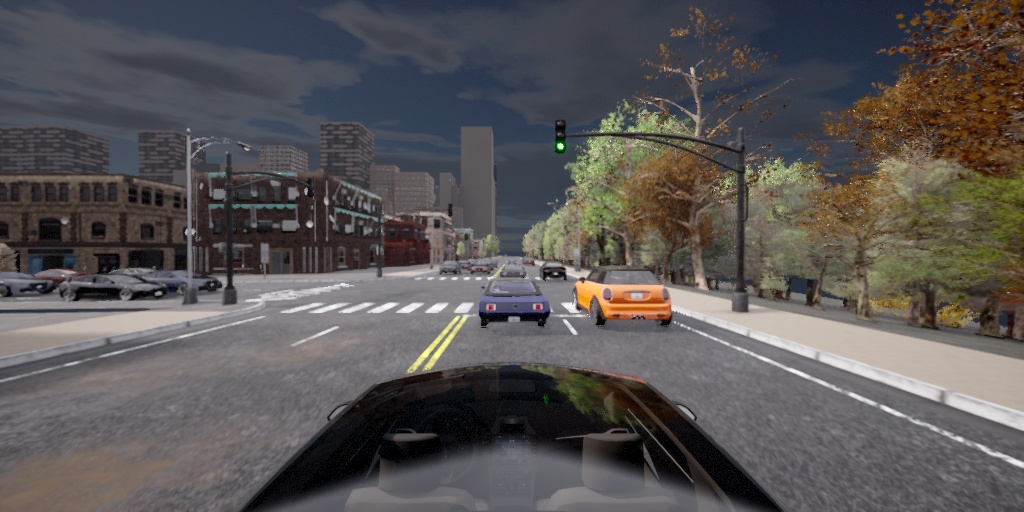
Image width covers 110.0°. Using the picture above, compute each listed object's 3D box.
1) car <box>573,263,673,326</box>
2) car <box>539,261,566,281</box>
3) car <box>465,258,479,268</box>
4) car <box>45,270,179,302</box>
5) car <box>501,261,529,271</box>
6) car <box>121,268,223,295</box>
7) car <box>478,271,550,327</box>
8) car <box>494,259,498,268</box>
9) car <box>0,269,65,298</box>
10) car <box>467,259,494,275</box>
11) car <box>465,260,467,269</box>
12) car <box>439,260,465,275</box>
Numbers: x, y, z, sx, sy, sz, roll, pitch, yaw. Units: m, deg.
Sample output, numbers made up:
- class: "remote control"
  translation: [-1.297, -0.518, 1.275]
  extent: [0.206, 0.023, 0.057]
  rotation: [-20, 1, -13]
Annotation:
- class: "car"
  translation: [3.348, 1.089, 11.716]
  extent: [2.097, 1.767, 4.553]
  rotation: [0, 0, 0]
- class: "car"
  translation: [3.346, 1.188, 30.007]
  extent: [1.882, 1.535, 5.008]
  rotation: [0, 0, 0]
- class: "car"
  translation: [-6.510, 1.171, 58.808]
  extent: [1.837, 1.490, 4.892]
  rotation: [0, 0, 0]
- class: "car"
  translation: [-19.949, 1.545, 18.044]
  extent: [4.313, 1.339, 1.948]
  rotation: [0, 0, 0]
- class: "car"
  translation: [0.097, 1.314, 28.167]
  extent: [1.895, 1.301, 4.718]
  rotation: [0, 0, 0]
- class: "car"
  translation: [-19.330, 1.506, 20.750]
  extent: [4.181, 1.385, 1.994]
  rotation: [-1, 1, 0]
- class: "car"
  translation: [-0.056, 1.338, 11.423]
  extent: [1.895, 1.301, 4.718]
  rotation: [0, 0, -3]
- class: "car"
  translation: [-3.334, 1.230, 48.031]
  extent: [2.033, 1.411, 5.357]
  rotation: [0, 0, 0]
- class: "car"
  translation: [-29.374, 1.621, 20.755]
  extent: [4.181, 1.385, 1.994]
  rotation: [-1, 1, -1]
- class: "car"
  translation: [-3.343, 1.261, 38.763]
  extent: [1.994, 1.385, 4.181]
  rotation: [0, 0, 0]
- class: "car"
  translation: [-6.584, 1.246, 48.644]
  extent: [1.994, 1.385, 4.181]
  rotation: [0, 0, 0]
- class: "car"
  translation: [-6.595, 1.202, 38.671]
  extent: [1.837, 1.490, 4.892]
  rotation: [0, 0, 0]
